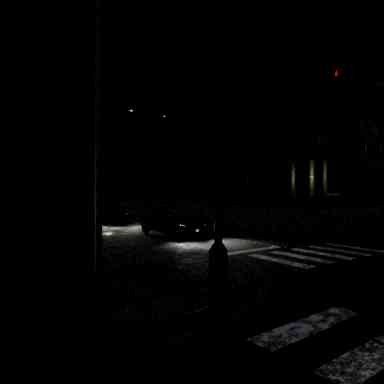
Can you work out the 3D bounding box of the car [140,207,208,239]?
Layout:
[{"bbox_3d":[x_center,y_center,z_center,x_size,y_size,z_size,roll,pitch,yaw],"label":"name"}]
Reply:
[{"bbox_3d":[-1.108,1.530,17.529,1.812,1.442,4.674,0,0,-36],"label":"car"}]

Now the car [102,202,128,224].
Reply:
[{"bbox_3d":[-6.488,1.484,24.990,1.882,1.535,5.008,0,0,-36],"label":"car"}]
